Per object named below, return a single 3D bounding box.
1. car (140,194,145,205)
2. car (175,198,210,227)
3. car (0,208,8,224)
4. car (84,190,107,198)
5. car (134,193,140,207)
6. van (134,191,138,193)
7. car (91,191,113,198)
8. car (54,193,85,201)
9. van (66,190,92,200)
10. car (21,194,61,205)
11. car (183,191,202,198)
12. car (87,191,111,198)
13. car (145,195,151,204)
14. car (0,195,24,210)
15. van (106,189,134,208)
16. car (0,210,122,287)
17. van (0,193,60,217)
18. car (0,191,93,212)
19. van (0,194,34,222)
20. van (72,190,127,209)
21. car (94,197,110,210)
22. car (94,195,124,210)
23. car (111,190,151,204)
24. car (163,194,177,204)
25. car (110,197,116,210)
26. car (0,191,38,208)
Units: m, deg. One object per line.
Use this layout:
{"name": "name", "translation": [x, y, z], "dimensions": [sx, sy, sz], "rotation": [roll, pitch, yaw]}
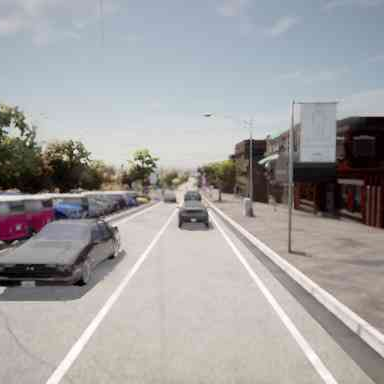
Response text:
{"name": "car", "translation": [-9.000, 1.135, 44.061], "dimensions": [4.674, 1.452, 2.002], "rotation": [0, 1, 0]}
{"name": "car", "translation": [0.090, 1.346, 21.443], "dimensions": [1.837, 1.490, 4.892], "rotation": [0, 0, 0]}
{"name": "car", "translation": [-8.931, 1.416, 10.413], "dimensions": [4.892, 1.521, 2.231], "rotation": [0, 0, 0]}
{"name": "car", "translation": [-22.167, 0.527, 76.524], "dimensions": [4.553, 1.767, 2.185], "rotation": [0, 1, 0]}
{"name": "car", "translation": [-8.982, 1.172, 38.454], "dimensions": [5.008, 1.535, 2.097], "rotation": [0, 1, 0]}
{"name": "van", "translation": [-9.109, 0.907, 41.254], "dimensions": [4.442, 1.987, 1.878], "rotation": [0, 1, 0]}
{"name": "car", "translation": [-22.140, 0.580, 82.077], "dimensions": [4.892, 1.521, 2.231], "rotation": [0, 1, 0]}
{"name": "car", "translation": [-22.077, 0.908, 59.875], "dimensions": [4.792, 1.488, 2.163], "rotation": [0, 1, 0]}
{"name": "van", "translation": [-22.232, 0.576, 65.421], "dimensions": [4.442, 1.987, 1.878], "rotation": [0, 1, 0]}
{"name": "car", "translation": [-22.092, 1.031, 48.773], "dimensions": [4.892, 1.521, 2.231], "rotation": [0, 1, 0]}
{"name": "car", "translation": [0.082, 0.864, 40.936], "dimensions": [2.150, 2.045, 5.566], "rotation": [0, 1, 0]}
{"name": "car", "translation": [-22.147, 0.615, 79.302], "dimensions": [5.008, 1.535, 2.097], "rotation": [0, 1, 0]}
{"name": "car", "translation": [-8.817, 1.053, 46.863], "dimensions": [5.366, 1.575, 1.946], "rotation": [0, 1, 0]}
{"name": "car", "translation": [-22.060, 1.183, 37.672], "dimensions": [4.892, 1.521, 2.231], "rotation": [0, 1, 0]}
{"name": "van", "translation": [-8.866, 0.983, 35.644], "dimensions": [4.442, 1.987, 1.878], "rotation": [0, 1, 0]}
{"name": "car", "translation": [-3.355, 1.484, 9.474], "dimensions": [2.033, 1.411, 5.357], "rotation": [0, 0, 0]}
{"name": "van", "translation": [-9.064, 1.156, 16.018], "dimensions": [4.442, 1.987, 1.878], "rotation": [0, 0, 0]}
{"name": "car", "translation": [-8.924, 1.114, 18.822], "dimensions": [5.566, 2.045, 2.435], "rotation": [0, 0, 0]}
{"name": "van", "translation": [-9.059, 1.172, 13.215], "dimensions": [4.442, 1.987, 1.878], "rotation": [0, 0, 0]}
{"name": "van", "translation": [-9.094, 1.017, 32.843], "dimensions": [4.442, 1.987, 1.878], "rotation": [0, 1, 0]}
{"name": "car", "translation": [-8.969, 1.327, 24.432], "dimensions": [4.892, 1.521, 2.231], "rotation": [0, 0, 0]}
{"name": "car", "translation": [-9.002, 1.305, 30.043], "dimensions": [4.792, 1.488, 2.163], "rotation": [0, 1, 0]}
{"name": "car", "translation": [-8.980, 0.767, 49.663], "dimensions": [5.566, 2.045, 2.435], "rotation": [0, 1, 0]}
{"name": "car", "translation": [-3.348, 0.987, 51.355], "dimensions": [1.882, 1.535, 5.008], "rotation": [0, 1, 0]}
{"name": "car", "translation": [-8.965, 1.343, 27.235], "dimensions": [4.674, 1.452, 2.002], "rotation": [0, 0, 0]}
{"name": "car", "translation": [-22.042, 0.893, 40.443], "dimensions": [5.566, 2.045, 2.435], "rotation": [0, 1, 0]}
